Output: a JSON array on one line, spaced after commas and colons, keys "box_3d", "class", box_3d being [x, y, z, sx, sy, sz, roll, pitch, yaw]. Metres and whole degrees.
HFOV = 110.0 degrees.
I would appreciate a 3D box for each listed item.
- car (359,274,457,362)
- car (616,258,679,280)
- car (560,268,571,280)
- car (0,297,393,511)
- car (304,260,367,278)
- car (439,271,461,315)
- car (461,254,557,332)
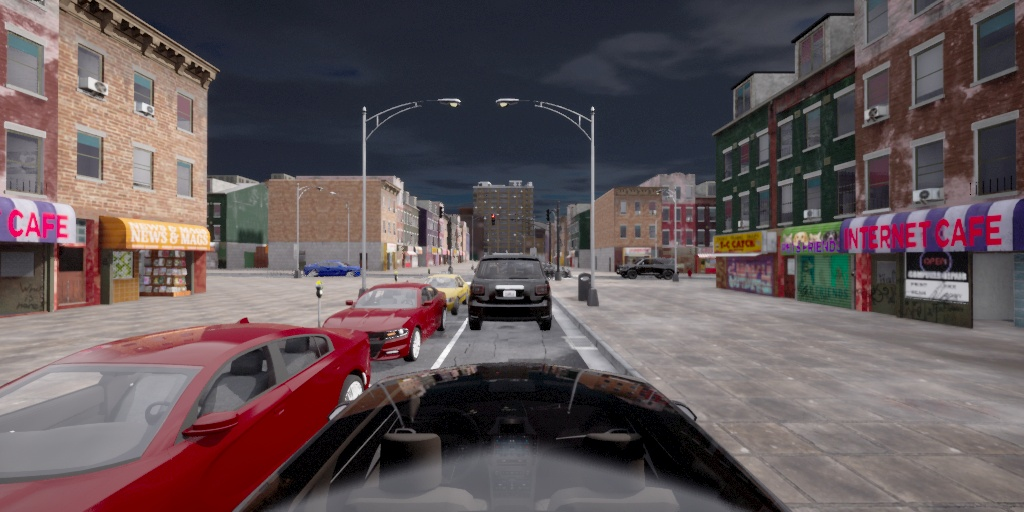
[{"box_3d": [-2.637, 1.298, 8.255, 1.888, 1.381, 4.507, 0, 0, 0], "class": "car"}, {"box_3d": [12.817, 1.170, 33.934, 5.566, 2.045, 2.150, 1, 0, 0], "class": "car"}, {"box_3d": [2.666, 1.314, 30.926, 4.892, 1.490, 1.837, 1, 0, 0], "class": "car"}, {"box_3d": [-2.637, 1.295, 2.761, 1.888, 1.381, 4.507, 0, 0, 0], "class": "car"}, {"box_3d": [-15.108, 1.150, 30.837, 5.008, 1.535, 1.882, 1, 0, -1], "class": "car"}, {"box_3d": [-2.637, 1.283, 13.579, 1.751, 1.417, 4.829, 0, 0, 0], "class": "car"}, {"box_3d": [-0.028, 0.976, 11.074, 2.150, 2.045, 5.566, 0, 0, 1], "class": "car"}]
